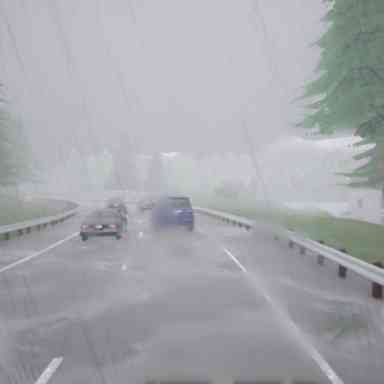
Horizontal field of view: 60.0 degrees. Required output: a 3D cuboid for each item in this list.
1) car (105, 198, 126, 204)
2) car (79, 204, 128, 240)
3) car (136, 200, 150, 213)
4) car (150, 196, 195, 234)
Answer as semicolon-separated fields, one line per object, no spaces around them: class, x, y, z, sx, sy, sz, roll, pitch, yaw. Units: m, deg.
car;-8.208;1.373;35.701;2.097;1.767;4.553;0;0;-16
car;-4.365;1.558;16.984;2.033;1.411;5.357;0;0;-7
car;-5.214;1.564;38.181;2.033;1.411;5.357;0;0;-17
car;-1.191;1.228;19.495;2.150;2.045;5.566;0;0;-8
